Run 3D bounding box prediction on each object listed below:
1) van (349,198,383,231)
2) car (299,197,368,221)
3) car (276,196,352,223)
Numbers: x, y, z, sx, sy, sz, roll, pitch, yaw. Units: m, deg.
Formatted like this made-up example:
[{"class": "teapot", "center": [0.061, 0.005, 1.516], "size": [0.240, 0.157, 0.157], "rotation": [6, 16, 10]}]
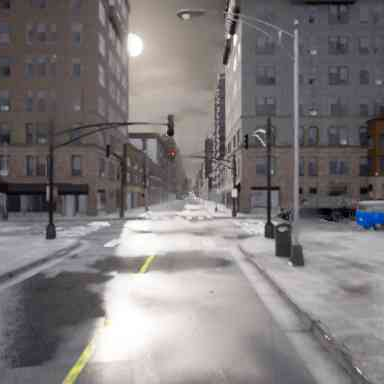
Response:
[{"class": "van", "center": [12.147, 1.433, 20.249], "size": [3.998, 1.788, 1.690], "rotation": [-1, 0, 0]}, {"class": "car", "center": [12.142, 1.442, 28.774], "size": [5.009, 1.841, 2.192], "rotation": [-1, 0, 0]}, {"class": "car", "center": [9.514, 1.369, 26.298], "size": [5.566, 2.045, 2.150], "rotation": [-1, 0, 4]}]
